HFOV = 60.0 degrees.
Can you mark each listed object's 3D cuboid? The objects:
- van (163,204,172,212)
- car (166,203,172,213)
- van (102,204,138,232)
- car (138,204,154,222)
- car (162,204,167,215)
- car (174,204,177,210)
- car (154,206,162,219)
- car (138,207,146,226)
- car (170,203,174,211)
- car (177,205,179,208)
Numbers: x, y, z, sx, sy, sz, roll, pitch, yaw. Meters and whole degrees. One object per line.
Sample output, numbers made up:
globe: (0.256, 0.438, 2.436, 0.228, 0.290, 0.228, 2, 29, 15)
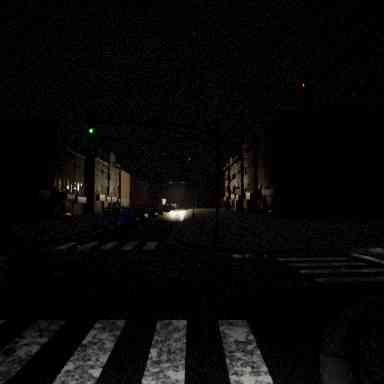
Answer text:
van: (-5.531, 3.514, 75.016, 1.690, 1.788, 3.998, 1, -2, 0)
car: (-5.507, 3.355, 64.435, 1.887, 1.381, 4.507, 1, -2, 0)
van: (-5.395, 1.909, 24.412, 1.690, 1.788, 3.998, 2, -2, 0)
car: (-5.415, 2.125, 32.715, 2.192, 1.841, 5.009, 2, -2, 0)
car: (-5.480, 3.044, 53.859, 1.802, 1.307, 4.206, 2, -2, 0)
car: (-5.563, 4.099, 85.583, 2.008, 1.369, 4.403, 1, -2, 0)
car: (-5.450, 2.673, 43.284, 1.887, 1.381, 4.507, 2, -2, 0)
car: (-5.409, 2.215, 27.725, 2.008, 1.369, 4.403, 2, -2, 0)
car: (-5.519, 3.430, 69.725, 1.967, 1.590, 4.097, 1, -2, 0)
car: (-5.573, 4.056, 90.877, 2.192, 1.841, 5.009, 1, -2, 0)
